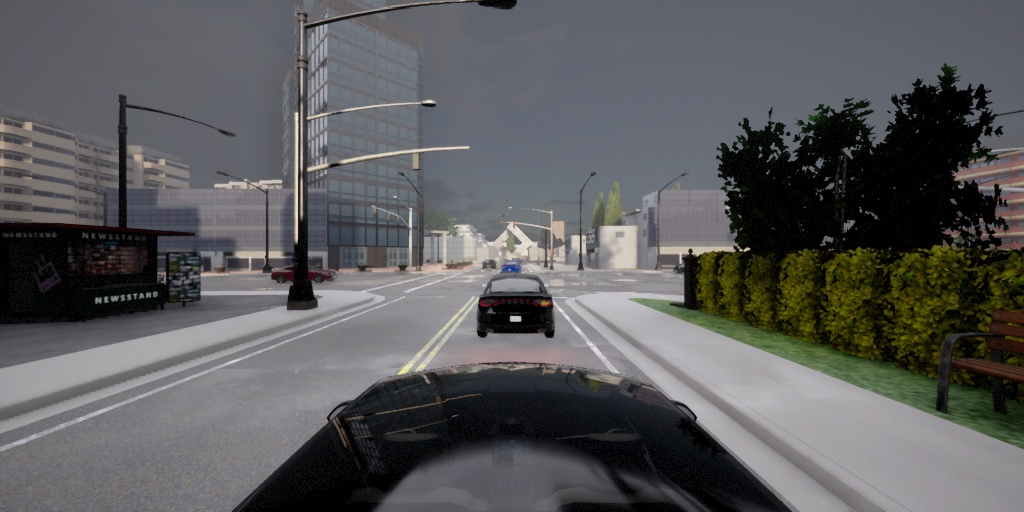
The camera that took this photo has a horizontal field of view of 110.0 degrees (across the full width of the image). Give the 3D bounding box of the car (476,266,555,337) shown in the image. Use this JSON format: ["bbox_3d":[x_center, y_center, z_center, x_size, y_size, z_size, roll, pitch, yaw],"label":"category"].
[{"bbox_3d":[0.104,1.227,10.349,1.882,1.535,5.008,0,0,1],"label":"car"}]

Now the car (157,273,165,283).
[{"bbox_3d":[-29.882,1.551,27.882,4.674,1.442,1.812,0,0,1],"label":"car"}]

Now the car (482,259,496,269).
[{"bbox_3d":[-3.412,1.224,54.129,1.882,1.535,5.008,0,0,0],"label":"car"}]

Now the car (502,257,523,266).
[{"bbox_3d":[-0.032,1.241,39.267,1.882,1.535,5.008,0,0,5],"label":"car"}]

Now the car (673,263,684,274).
[{"bbox_3d":[19.965,1.055,38.807,4.553,1.767,2.097,0,0,0],"label":"car"}]

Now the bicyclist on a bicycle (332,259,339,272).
[{"bbox_3d":[-21.849,1.213,44.395,0.582,1.620,1.656,-1,0,0],"label":"bicyclist on a bicycle"}]

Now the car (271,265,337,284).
[{"bbox_3d":[-16.174,1.380,27.938,4.674,1.442,1.812,0,0,0],"label":"car"}]
